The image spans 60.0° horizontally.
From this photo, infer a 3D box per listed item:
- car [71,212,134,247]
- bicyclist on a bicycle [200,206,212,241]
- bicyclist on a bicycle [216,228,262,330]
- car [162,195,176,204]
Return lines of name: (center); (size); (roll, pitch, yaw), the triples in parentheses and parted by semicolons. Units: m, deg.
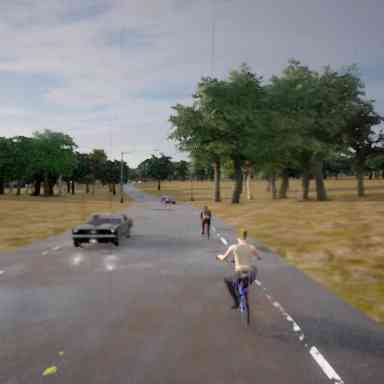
car: (-3.898, 1.614, 15.137); (1.895, 1.301, 4.718); (0, 0, -2)
bicyclist on a bicycle: (0.654, 1.463, 15.434); (0.582, 1.620, 1.656); (0, 0, -2)
bicyclist on a bicycle: (0.868, 1.437, 5.916); (0.866, 1.612, 1.509); (0, 0, -1)
car: (-4.207, 1.642, 63.366); (1.895, 1.301, 4.718); (0, 0, -7)
